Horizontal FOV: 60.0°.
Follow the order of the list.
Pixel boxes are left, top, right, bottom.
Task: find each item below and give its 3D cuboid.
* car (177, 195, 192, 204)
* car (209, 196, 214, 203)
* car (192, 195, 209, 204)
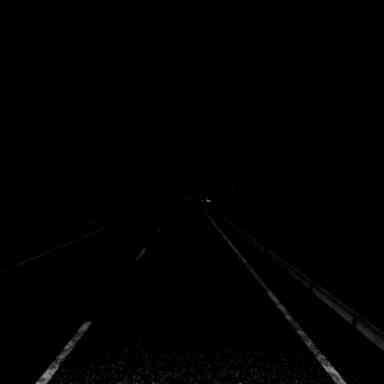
[{"bbox_3d":[-1.722,1.662,67.266,1.812,1.442,4.674,0,0,10],"label":"car"},{"bbox_3d":[3.812,1.666,76.911,2.128,1.511,4.902,0,0,15],"label":"car"},{"bbox_3d":[1.776,1.739,66.955,1.895,1.301,4.718,0,0,10],"label":"car"}]
